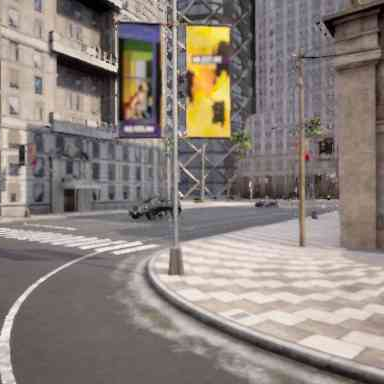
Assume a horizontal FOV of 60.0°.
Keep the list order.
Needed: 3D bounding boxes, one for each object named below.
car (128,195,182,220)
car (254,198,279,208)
[{"bbox_3d":[-3.191,1.349,30.015,2.150,2.045,5.566,0,0,35],"label":"car"},{"bbox_3d":[11.347,1.680,50.241,2.033,1.411,5.357,0,0,36],"label":"car"}]
